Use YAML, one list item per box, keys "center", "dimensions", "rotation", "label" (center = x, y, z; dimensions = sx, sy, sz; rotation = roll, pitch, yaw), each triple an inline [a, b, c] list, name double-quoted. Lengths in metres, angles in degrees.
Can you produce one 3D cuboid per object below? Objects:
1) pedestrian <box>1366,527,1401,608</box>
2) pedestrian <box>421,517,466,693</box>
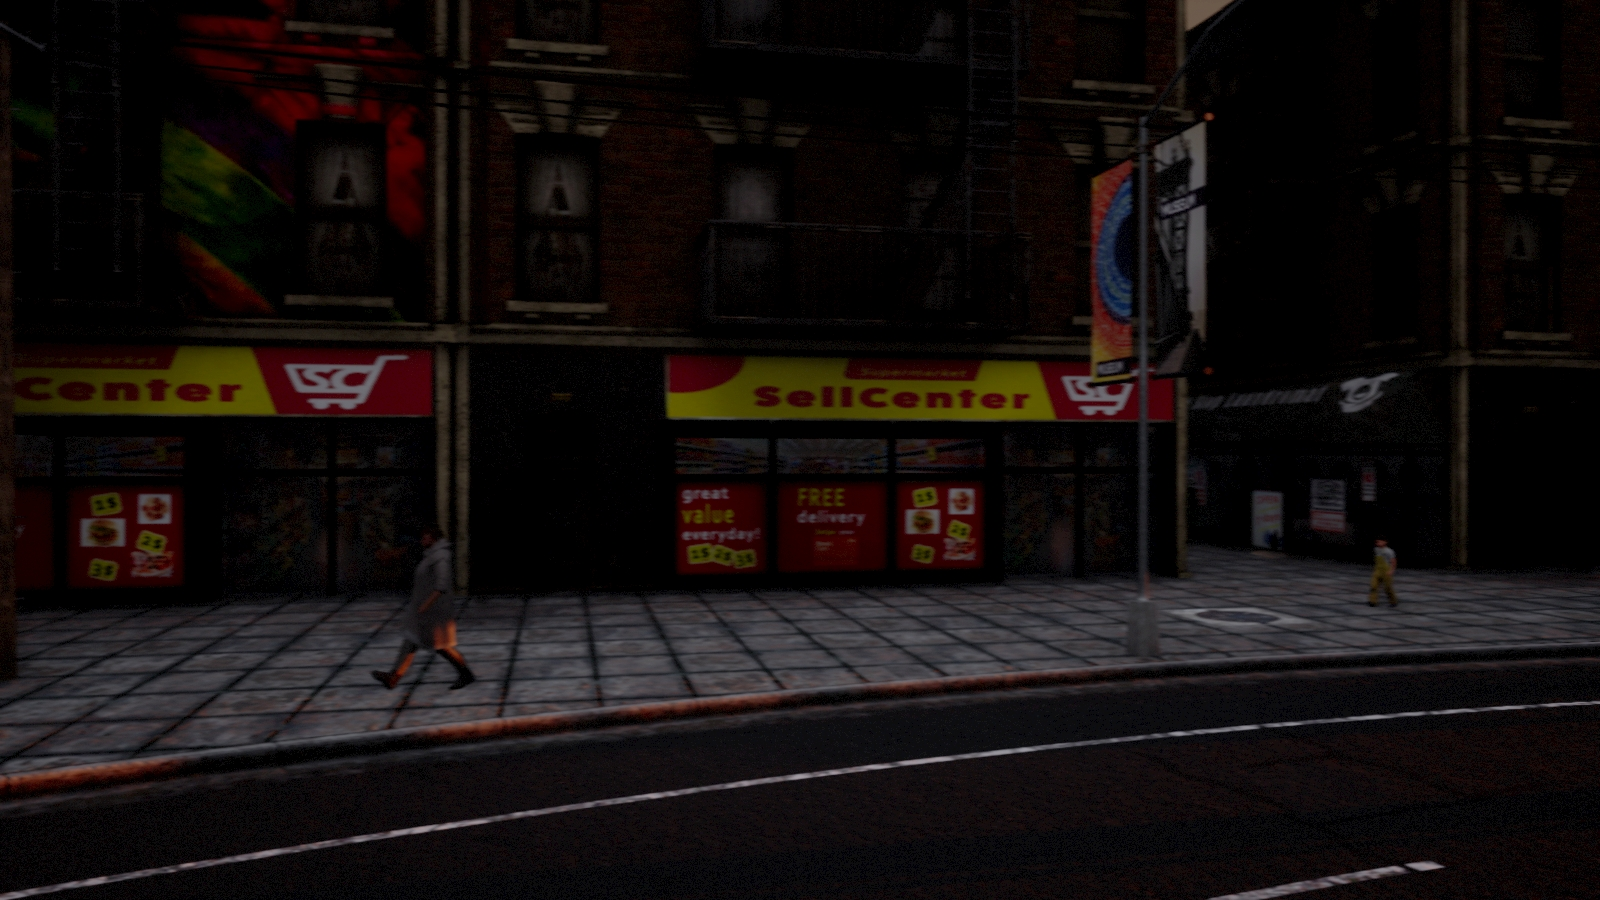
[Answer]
- center: [9.731, 1.957, 19.054]
  dimensions: [0.375, 1.300, 0.375]
  rotation: [0, 0, -29]
  label: "pedestrian"
- center: [-3.899, 1.673, 12.484]
  dimensions: [0.375, 1.860, 0.375]
  rotation: [0, 0, -34]
  label: "pedestrian"
